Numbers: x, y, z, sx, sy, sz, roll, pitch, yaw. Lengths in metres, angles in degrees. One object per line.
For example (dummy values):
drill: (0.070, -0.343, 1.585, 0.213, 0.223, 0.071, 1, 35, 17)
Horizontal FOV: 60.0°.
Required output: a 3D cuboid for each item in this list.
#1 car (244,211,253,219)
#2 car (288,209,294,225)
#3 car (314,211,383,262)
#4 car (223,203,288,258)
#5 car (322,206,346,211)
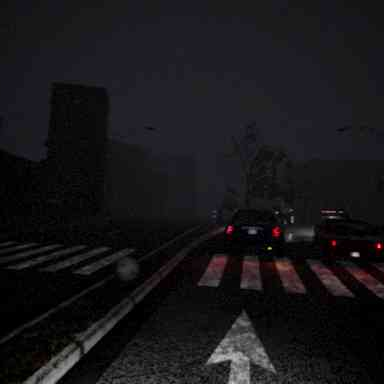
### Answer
car: (13.322, 5.442, 79.192, 1.837, 1.490, 4.892, 2, 0, 7)
car: (5.612, 1.520, 22.585, 1.837, 1.490, 4.892, 0, -2, 27)
car: (5.805, 1.673, 12.749, 1.895, 1.301, 4.718, 1, 1, 15)
car: (2.630, 1.355, 13.320, 2.097, 1.767, 4.553, 1, 1, 16)
car: (11.284, 1.881, 26.163, 2.128, 1.511, 4.902, 0, -6, 29)
